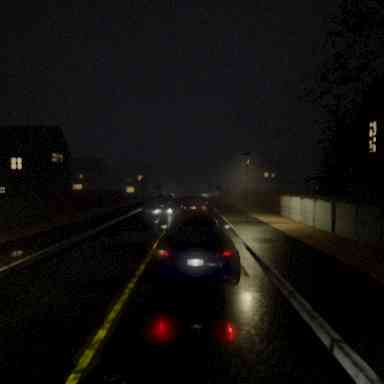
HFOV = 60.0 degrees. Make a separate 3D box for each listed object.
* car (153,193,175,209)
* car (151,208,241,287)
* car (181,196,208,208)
[{"bbox_3d":[-2.683,0.839,33.140,2.033,1.411,5.357,0,1,1],"label":"car"},{"bbox_3d":[0.099,1.352,8.760,1.994,1.385,4.181,0,1,1],"label":"car"},{"bbox_3d":[0.161,1.026,23.909,2.033,1.411,5.357,0,1,1],"label":"car"}]
